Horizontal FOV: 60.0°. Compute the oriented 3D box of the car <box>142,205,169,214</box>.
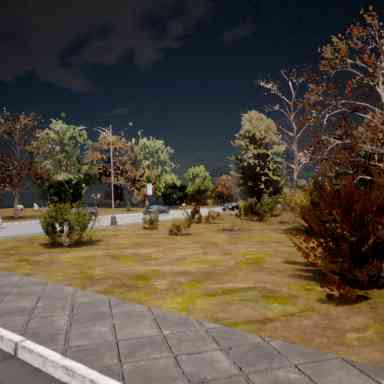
[{"bbox_3d":[-5.036,2.528,46.372,1.994,1.385,4.181,-3,-2,33],"label":"car"}]

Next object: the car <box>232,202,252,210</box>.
[{"bbox_3d":[9.423,2.575,62.483,1.895,1.301,4.718,-3,-2,33],"label":"car"}]

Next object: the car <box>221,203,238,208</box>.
[{"bbox_3d":[6.312,2.310,51.004,1.895,1.301,4.718,-3,-2,32],"label":"car"}]

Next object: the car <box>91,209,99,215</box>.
[{"bbox_3d":[-12.119,2.405,35.119,1.837,1.490,4.892,-3,-1,32],"label":"car"}]

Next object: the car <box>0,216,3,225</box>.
[{"bbox_3d":[-17.678,2.408,26.604,1.812,1.442,4.674,-3,-2,34],"label":"car"}]
